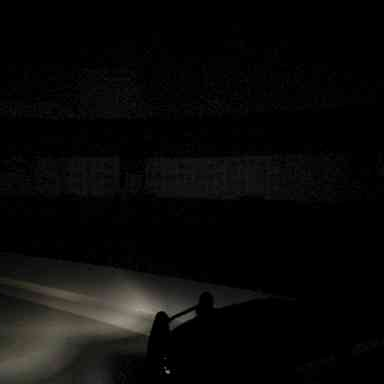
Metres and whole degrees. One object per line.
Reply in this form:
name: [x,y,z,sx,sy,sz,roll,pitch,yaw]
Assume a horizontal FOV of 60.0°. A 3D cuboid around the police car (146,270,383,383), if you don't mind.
police car: [1.857,1.428,2.396,5.238,1.638,1.930,0,0,37]
